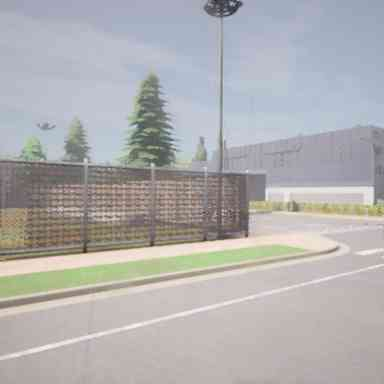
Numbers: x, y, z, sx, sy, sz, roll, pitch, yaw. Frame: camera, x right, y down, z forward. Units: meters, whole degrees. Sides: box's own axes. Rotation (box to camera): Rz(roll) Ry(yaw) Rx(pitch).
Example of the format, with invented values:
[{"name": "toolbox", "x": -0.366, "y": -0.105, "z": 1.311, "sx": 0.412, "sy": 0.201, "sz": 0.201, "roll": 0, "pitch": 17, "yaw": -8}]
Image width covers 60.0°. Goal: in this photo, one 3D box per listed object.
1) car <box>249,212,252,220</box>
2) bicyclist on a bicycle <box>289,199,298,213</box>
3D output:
[{"name": "car", "x": 2.805, "y": 1.826, "z": 27.809, "sx": 1.895, "sy": 1.301, "sz": 4.718, "roll": 1, "pitch": 0, "yaw": -35}, {"name": "bicyclist on a bicycle", "x": 12.322, "y": 1.697, "z": 40.335, "sx": 1.656, "sy": 1.620, "sz": 0.582, "roll": 0, "pitch": 0, "yaw": -35}]
